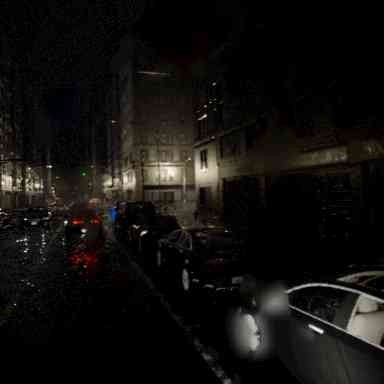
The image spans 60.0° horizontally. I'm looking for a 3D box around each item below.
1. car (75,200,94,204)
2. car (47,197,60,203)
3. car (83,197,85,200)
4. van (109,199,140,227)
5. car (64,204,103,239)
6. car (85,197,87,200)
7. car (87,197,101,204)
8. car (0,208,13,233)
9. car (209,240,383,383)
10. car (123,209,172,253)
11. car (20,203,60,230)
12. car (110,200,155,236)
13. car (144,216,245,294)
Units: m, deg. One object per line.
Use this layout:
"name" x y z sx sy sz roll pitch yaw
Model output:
"car" -11.390 1.837 33.688 1.812 1.442 4.674 -1 0 -23
"car" -31.063 2.339 73.734 1.967 1.590 4.097 -2 0 -20
"car" -26.855 2.375 87.247 1.802 1.307 4.206 -2 0 -20
"van" -5.038 1.477 24.428 1.690 1.788 3.998 -2 0 -18
"car" -6.106 1.674 18.802 1.837 1.490 4.892 -2 0 -18
"car" -23.036 2.252 76.607 1.802 1.307 4.206 -2 0 -20
"car" -19.220 1.993 65.962 1.967 1.590 4.097 -2 0 -20
"car" -13.116 1.806 21.719 1.967 1.590 4.097 -2 0 -18
"car" 1.973 1.494 3.475 2.008 1.369 4.403 -2 0 -18
"car" -1.529 1.605 13.951 1.947 1.339 4.313 -2 0 -18
"car" -11.070 1.800 24.012 2.128 1.511 4.902 -2 0 -19
"car" -3.287 1.403 19.190 2.192 1.841 5.009 -2 0 -18
"car" 0.222 1.542 8.713 2.008 1.369 4.403 -2 0 -18
